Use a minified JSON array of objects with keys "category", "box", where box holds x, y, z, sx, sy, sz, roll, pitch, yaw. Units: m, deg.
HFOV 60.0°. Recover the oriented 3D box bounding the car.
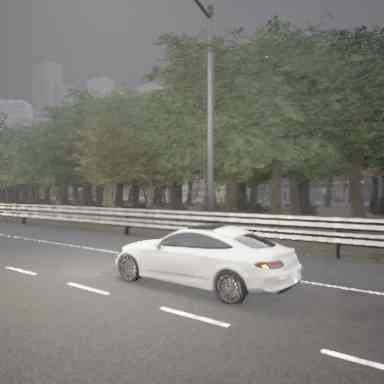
[{"category":"car","box":[0.200,1.527,8.028,4.674,1.442,1.812,0,0,36]}]
